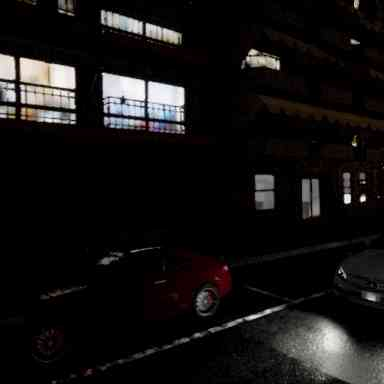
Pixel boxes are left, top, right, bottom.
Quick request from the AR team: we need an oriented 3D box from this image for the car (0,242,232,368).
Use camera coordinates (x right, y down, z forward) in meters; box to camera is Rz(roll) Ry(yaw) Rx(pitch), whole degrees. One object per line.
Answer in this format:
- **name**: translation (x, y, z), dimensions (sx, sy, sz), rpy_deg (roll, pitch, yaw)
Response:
- **car**: translation (-1.156, 1.589, 5.721), dimensions (4.206, 1.307, 1.802), rpy_deg (-1, -1, -36)

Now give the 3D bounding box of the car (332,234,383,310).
- **car**: translation (4.840, 1.438, 6.915), dimensions (4.674, 1.442, 1.812), rpy_deg (-1, 0, -37)
